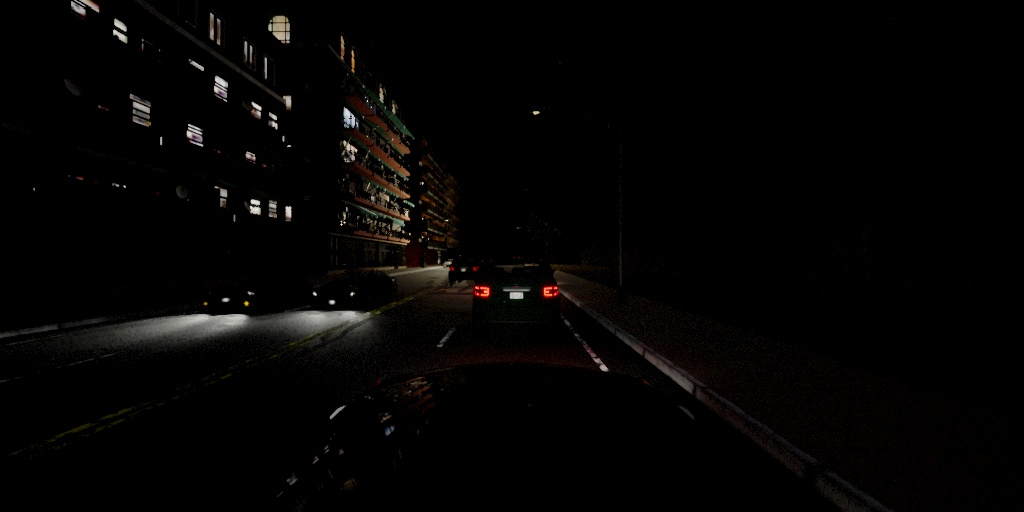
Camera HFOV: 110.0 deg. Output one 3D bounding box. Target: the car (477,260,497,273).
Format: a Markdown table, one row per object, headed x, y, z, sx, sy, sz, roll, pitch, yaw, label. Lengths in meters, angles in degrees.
| x | y | z | sx | sy | sz | roll | pitch | yaw | label |
| --- | --- | --- | --- | --- | --- | --- | --- | --- | --- |
| -3.041 | 1.243 | 44.862 | 2.128 | 1.511 | 4.902 | 0 | 0 | 0 | car |

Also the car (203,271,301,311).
| x | y | z | sx | sy | sz | roll | pitch | yaw | label |
| --- | --- | --- | --- | --- | --- | --- | --- | --- | --- |
| -9.819 | 1.316 | 14.291 | 1.994 | 1.385 | 4.181 | 0 | 0 | 0 | car |

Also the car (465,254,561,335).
| x | y | z | sx | sy | sz | roll | pitch | yaw | label |
| --- | --- | --- | --- | --- | --- | --- | --- | --- | --- |
| 0.116 | 0.973 | 10.654 | 2.150 | 2.045 | 5.566 | 0 | 0 | 0 | car |

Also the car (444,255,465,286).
| x | y | z | sx | sy | sz | roll | pitch | yaw | label |
| --- | --- | --- | --- | --- | --- | --- | --- | --- | --- |
| -3.091 | 0.976 | 25.702 | 2.150 | 2.045 | 5.566 | 0 | 0 | 0 | car |

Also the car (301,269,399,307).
| x | y | z | sx | sy | sz | roll | pitch | yaw | label |
| --- | --- | --- | --- | --- | --- | --- | --- | --- | --- |
| -6.564 | 1.299 | 15.734 | 2.033 | 1.411 | 5.357 | 0 | 0 | 0 | car |
